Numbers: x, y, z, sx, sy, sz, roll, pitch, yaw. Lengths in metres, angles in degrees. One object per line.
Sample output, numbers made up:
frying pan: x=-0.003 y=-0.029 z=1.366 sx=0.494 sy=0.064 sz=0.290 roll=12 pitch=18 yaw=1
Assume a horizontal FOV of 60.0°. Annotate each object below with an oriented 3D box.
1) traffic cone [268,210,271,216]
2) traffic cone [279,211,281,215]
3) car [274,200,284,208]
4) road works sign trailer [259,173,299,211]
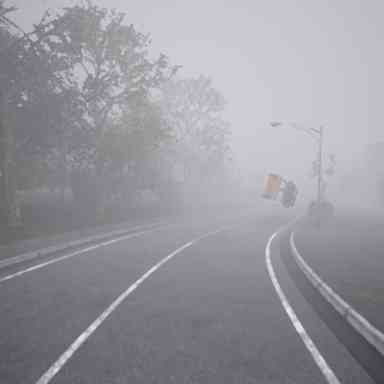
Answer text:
traffic cone: x=8.284 y=2.412 z=37.001 sx=0.340 sy=0.580 sz=0.340 roll=2 pitch=0 yaw=22
traffic cone: x=10.703 y=2.506 z=40.328 sx=0.340 sy=0.580 sz=0.340 roll=2 pitch=0 yaw=22
car: x=17.866 y=2.369 z=67.541 sx=1.812 sy=1.442 sz=4.674 roll=2 pitch=0 yaw=18
road works sign trailer: x=8.534 y=0.103 z=30.145 sx=3.560 sy=2.380 sz=2.880 roll=23 pitch=-6 yaw=-42
